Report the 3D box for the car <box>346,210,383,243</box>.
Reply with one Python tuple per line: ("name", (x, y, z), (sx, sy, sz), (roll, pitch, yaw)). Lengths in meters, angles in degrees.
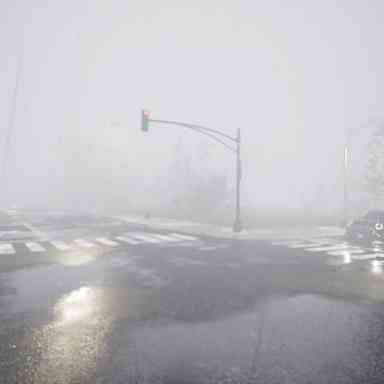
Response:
("car", (10.873, 1.839, 19.050), (4.553, 1.767, 2.097), (2, -1, -34))
